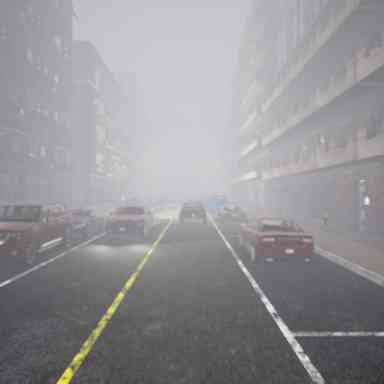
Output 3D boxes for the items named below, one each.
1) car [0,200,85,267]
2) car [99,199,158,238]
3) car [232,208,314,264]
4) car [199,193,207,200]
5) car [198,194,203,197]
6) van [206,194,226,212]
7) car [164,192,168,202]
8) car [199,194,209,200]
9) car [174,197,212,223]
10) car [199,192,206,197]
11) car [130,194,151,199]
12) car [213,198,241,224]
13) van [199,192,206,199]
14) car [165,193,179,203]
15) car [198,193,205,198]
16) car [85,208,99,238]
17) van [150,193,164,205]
[{"bbox_3d":[-5.688,1.250,11.430,2.192,1.841,5.009,1,0,0],"label":"car"},{"bbox_3d":[-3.120,1.378,17.352,1.882,1.535,5.008,0,0,0],"label":"car"},{"bbox_3d":[2.688,1.480,11.375,1.887,1.381,4.507,1,0,0],"label":"car"},{"bbox_3d":[2.572,1.055,79.589,1.752,1.417,4.829,1,0,0],"label":"car"},{"bbox_3d":[0.048,1.324,41.537,1.994,1.385,4.181,0,0,0],"label":"car"},{"bbox_3d":[2.630,1.145,34.056,1.690,1.788,3.998,1,0,0],"label":"van"},{"bbox_3d":[-5.755,1.178,62.470,1.887,1.381,4.507,1,0,0],"label":"car"},{"bbox_3d":[2.578,1.131,73.749,1.947,1.339,4.313,1,0,0],"label":"car"},{"bbox_3d":[0.072,1.351,24.278,2.128,1.511,4.902,0,0,0],"label":"car"},{"bbox_3d":[2.587,1.040,68.078,1.967,1.590,4.097,1,0,0],"label":"car"},{"bbox_3d":[-5.718,1.243,34.115,1.967,1.590,4.097,1,0,0],"label":"car"},{"bbox_3d":[2.663,1.394,22.885,1.752,1.417,4.829,1,0,0],"label":"car"},{"bbox_3d":[2.568,0.837,85.089,1.690,1.788,3.998,1,0,0],"label":"van"},{"bbox_3d":[-3.120,1.262,57.929,1.895,1.301,4.718,0,0,1],"label":"car"},{"bbox_3d":[2.558,1.043,90.761,1.802,1.307,4.206,1,0,0],"label":"car"},{"bbox_3d":[-5.700,1.484,17.103,1.802,1.307,4.206,1,0,0],"label":"car"},{"bbox_3d":[-5.737,1.043,51.127,1.690,1.788,3.998,1,0,0],"label":"van"}]
